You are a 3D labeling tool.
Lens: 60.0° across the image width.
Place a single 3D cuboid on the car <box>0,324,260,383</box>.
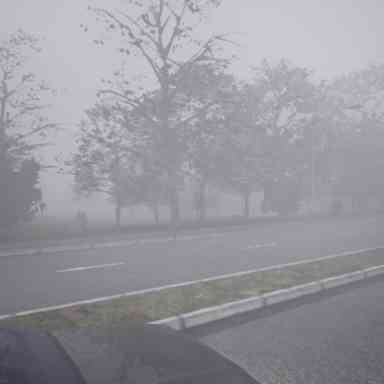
[{"bbox_3d":[-1.916,1.541,1.768,5.357,1.411,2.033,1,0,-35],"label":"car"}]
